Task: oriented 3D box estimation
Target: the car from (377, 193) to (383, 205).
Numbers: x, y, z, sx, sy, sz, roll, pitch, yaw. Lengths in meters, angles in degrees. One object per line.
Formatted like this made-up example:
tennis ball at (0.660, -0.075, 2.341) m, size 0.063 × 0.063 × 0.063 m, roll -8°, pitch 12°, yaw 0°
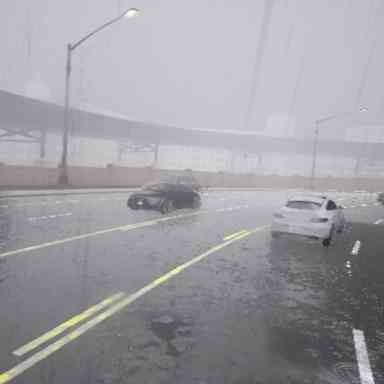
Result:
car at (16.933, 0.430, 26.589) m, size 5.357 × 1.411 × 2.033 m, roll 0°, pitch 5°, yaw -34°

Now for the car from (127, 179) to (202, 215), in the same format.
car at (-1.239, 0.237, 16.473) m, size 1.994 × 1.385 × 4.181 m, roll 6°, pitch 5°, yaw 32°

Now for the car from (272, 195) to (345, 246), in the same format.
car at (4.216, 0.840, 11.782) m, size 1.812 × 1.442 × 4.674 m, roll 5°, pitch 5°, yaw 30°

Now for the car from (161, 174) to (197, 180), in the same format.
car at (-1.259, -0.408, 22.505) m, size 2.097 × 1.767 × 4.553 m, roll 6°, pitch 5°, yaw 37°
